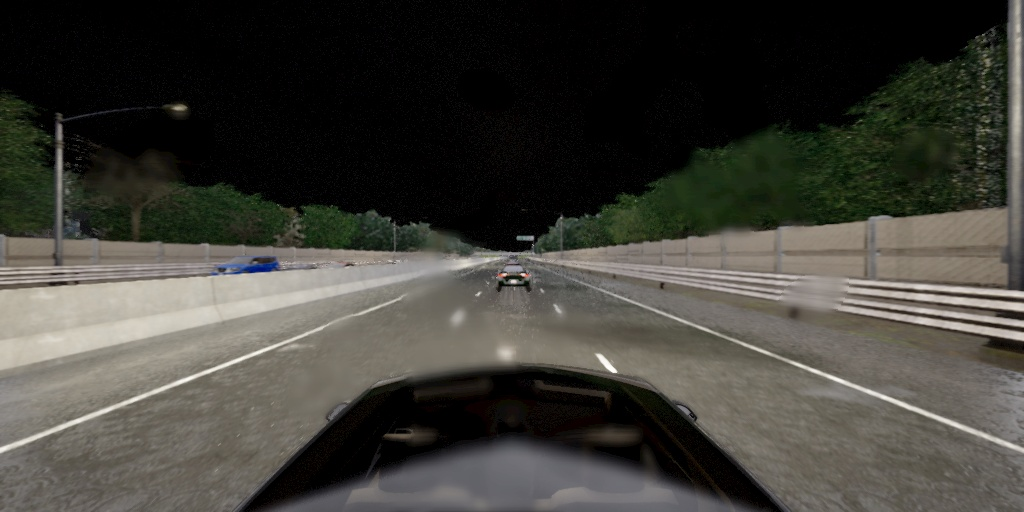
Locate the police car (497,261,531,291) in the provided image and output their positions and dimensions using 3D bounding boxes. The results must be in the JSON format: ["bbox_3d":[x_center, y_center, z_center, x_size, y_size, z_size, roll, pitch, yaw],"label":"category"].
[{"bbox_3d":[0.099,1.263,22.370,2.038,1.542,4.974,0,0,0],"label":"police car"}]

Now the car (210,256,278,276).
[{"bbox_3d":[-21.087,0.988,28.751,2.150,2.045,5.566,0,0,0],"label":"car"}]

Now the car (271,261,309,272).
[{"bbox_3d":[-17.579,1.335,30.056,1.994,1.385,4.181,0,0,0],"label":"car"}]

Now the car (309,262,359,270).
[{"bbox_3d":[-14.084,1.247,29.372,1.882,1.535,5.008,0,0,0],"label":"car"}]
